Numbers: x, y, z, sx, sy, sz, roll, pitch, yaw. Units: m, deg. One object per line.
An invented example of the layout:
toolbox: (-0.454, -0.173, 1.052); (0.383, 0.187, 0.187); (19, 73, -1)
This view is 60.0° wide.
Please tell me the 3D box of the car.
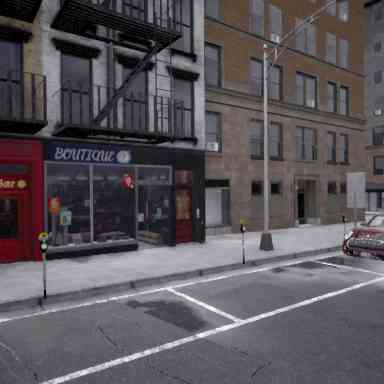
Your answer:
car: (7.043, 1.442, 11.592); (4.097, 1.590, 1.967); (0, -1, -36)
